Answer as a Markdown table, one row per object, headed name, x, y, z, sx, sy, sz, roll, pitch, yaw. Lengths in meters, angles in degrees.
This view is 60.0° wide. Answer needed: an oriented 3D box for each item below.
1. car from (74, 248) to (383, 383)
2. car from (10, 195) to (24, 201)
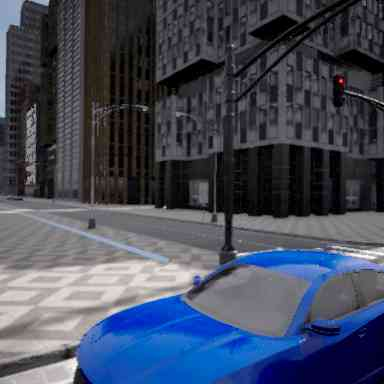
| name | x | y | z | sx | sy | sz | roll | pitch | yaw |
| --- | --- | --- | --- | --- | --- | --- | --- | --- | --- |
| car | 1.169 | 1.529 | 4.083 | 5.008 | 1.535 | 1.882 | 1 | -1 | -35 |
| car | -43.723 | 1.662 | 83.561 | 1.895 | 1.301 | 4.718 | 1 | 0 | -35 |
